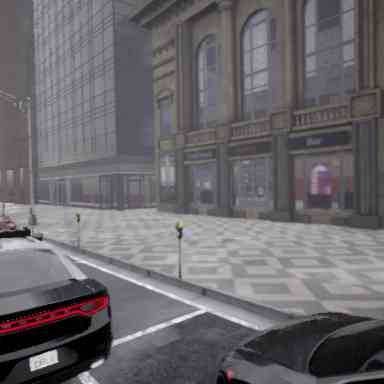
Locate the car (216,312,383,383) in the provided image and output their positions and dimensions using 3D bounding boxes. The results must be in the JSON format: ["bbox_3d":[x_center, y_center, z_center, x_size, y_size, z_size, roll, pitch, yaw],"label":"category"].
[{"bbox_3d":[2.058,1.465,1.993,1.947,1.339,4.313,-3,2,-41],"label":"car"}]

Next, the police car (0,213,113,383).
[{"bbox_3d":[-3.099,1.386,5.087,1.930,1.638,5.238,-2,2,-41],"label":"police car"}]

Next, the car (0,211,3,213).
[{"bbox_3d":[-9.033,1.491,14.757,1.802,1.307,4.206,-3,2,-41],"label":"car"}]
